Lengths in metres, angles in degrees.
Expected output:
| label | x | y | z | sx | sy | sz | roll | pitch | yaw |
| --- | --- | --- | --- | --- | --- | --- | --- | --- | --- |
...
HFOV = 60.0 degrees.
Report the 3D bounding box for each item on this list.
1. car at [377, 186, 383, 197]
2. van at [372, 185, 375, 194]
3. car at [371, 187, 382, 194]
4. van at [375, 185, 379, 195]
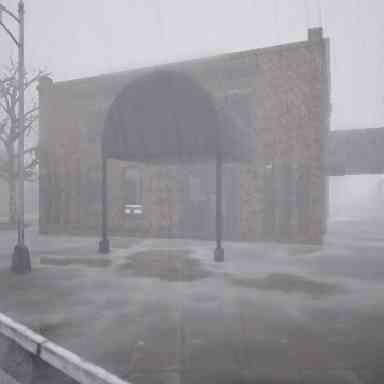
| label | x | y | z | sx | sy | sz | roll | pitch | yaw |
| --- | --- | --- | --- | --- | --- | --- | --- | --- | --- |
| car | 36.082 | 0.145 | 61.117 | 2.163 | 1.488 | 4.792 | 0 | 2 | 22 |
| van | 40.351 | -0.412 | 71.241 | 1.878 | 1.987 | 4.442 | 0 | 1 | 25 |
| car | 45.136 | -0.370 | 81.387 | 2.002 | 1.452 | 4.674 | 0 | 1 | 27 |
| van | 38.155 | -0.268 | 66.158 | 1.878 | 1.987 | 4.442 | 0 | 1 | 24 |
